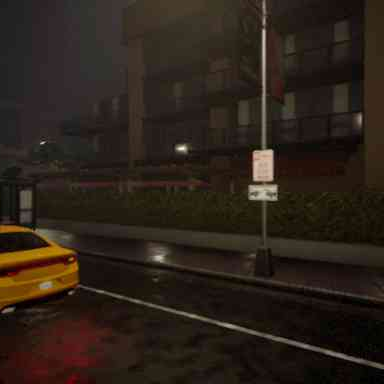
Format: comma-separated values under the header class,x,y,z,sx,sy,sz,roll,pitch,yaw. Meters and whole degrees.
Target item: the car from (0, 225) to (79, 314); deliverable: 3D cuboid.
class,x,y,z,sx,sy,sz,roll,pitch,yaw
car,-4.573,1.472,7.264,5.008,1.535,1.882,0,0,35
